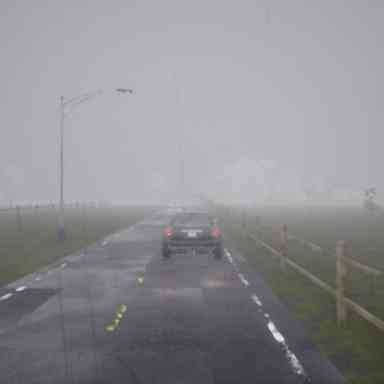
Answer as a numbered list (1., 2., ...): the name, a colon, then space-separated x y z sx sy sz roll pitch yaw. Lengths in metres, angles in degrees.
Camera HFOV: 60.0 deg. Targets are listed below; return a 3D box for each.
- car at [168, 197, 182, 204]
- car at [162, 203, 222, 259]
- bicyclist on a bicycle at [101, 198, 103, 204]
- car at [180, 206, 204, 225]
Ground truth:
1. car: -2.837 1.824 57.209 2.150 2.045 5.566 0 -1 0
2. car: 0.018 1.496 13.406 2.097 1.767 4.553 0 -1 0
3. bicyclist on a bicycle: -22.533 2.374 82.923 0.582 1.620 1.656 0 0 0
4. car: 0.009 1.902 28.231 1.895 1.301 4.718 0 -1 0
